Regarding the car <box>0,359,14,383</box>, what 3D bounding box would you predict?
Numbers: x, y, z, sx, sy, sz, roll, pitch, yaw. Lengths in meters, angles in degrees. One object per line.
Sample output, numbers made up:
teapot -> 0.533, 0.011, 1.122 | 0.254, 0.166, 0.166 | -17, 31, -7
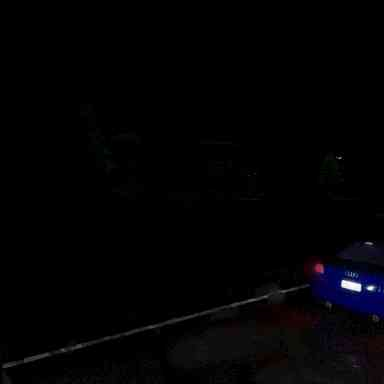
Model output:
car -> -3.339, 1.601, 1.368 | 4.718, 1.301, 1.895 | 0, 0, -35

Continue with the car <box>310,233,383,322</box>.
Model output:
car -> 4.338, 1.564, 6.837 | 4.181, 1.385, 1.994 | 0, 0, -36
